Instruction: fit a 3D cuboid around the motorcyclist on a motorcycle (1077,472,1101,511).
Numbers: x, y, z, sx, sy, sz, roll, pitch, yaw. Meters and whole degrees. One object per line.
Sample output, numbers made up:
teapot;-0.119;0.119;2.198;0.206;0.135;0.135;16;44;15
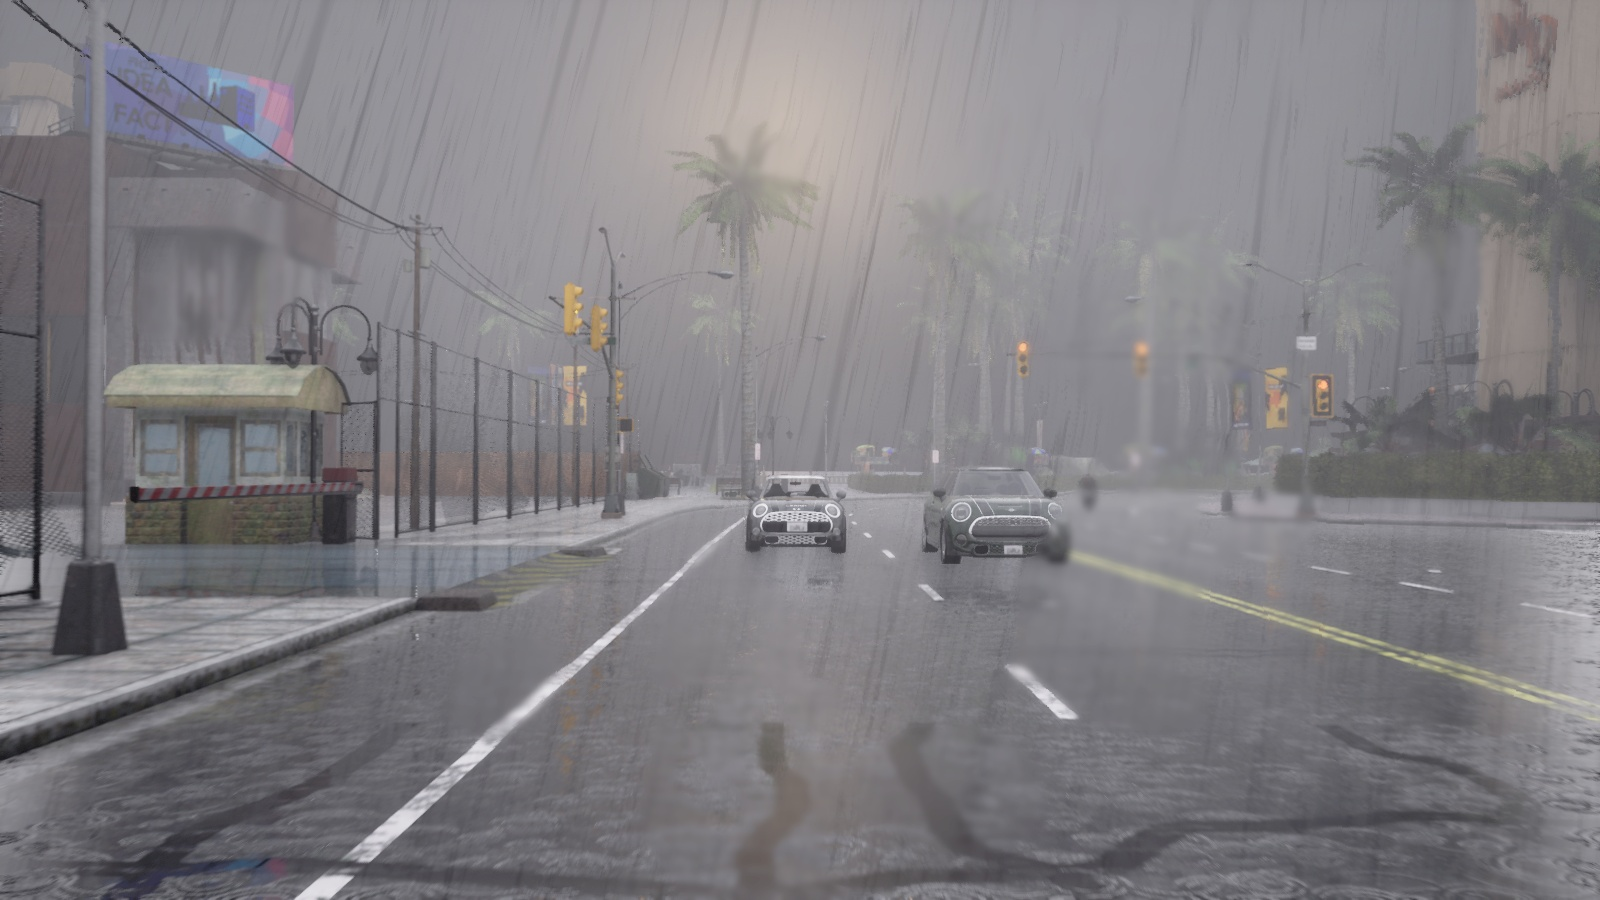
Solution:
motorcyclist on a motorcycle;11.828;1.672;51.294;0.866;1.530;2.191;0;-1;15

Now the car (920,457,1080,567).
car;3.441;1.041;22.495;2.097;1.767;4.553;0;-1;0

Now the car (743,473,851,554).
car;-0.065;1.204;25.006;1.970;1.475;3.806;0;-1;0
